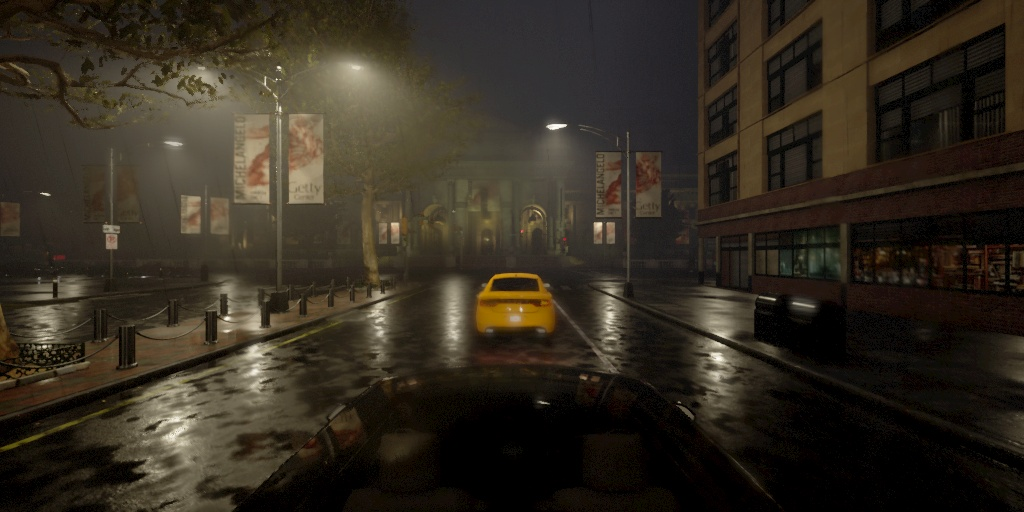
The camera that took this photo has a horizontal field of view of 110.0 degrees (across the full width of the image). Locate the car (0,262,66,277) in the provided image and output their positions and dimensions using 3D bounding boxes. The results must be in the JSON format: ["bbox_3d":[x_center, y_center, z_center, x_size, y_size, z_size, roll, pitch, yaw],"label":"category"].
[{"bbox_3d":[-47.082,1.275,34.831,4.674,1.442,1.812,0,0,0],"label":"car"}]

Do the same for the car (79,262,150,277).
[{"bbox_3d":[-38.513,1.314,34.793,4.181,1.385,1.994,0,0,0],"label":"car"}]

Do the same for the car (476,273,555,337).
[{"bbox_3d":[0.119,1.228,10.350,1.882,1.535,5.008,0,0,1],"label":"car"}]

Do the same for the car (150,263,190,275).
[{"bbox_3d":[-37.404,1.351,38.290,4.718,1.301,1.895,0,0,0],"label":"car"}]

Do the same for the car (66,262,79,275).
[{"bbox_3d":[-47.010,1.297,38.344,5.357,1.411,2.033,0,0,0],"label":"car"}]
